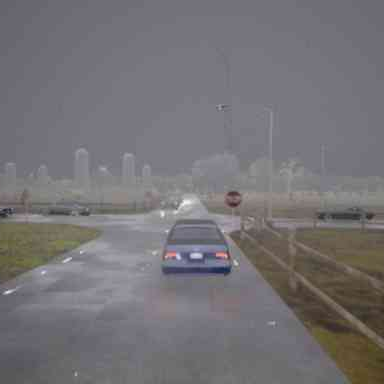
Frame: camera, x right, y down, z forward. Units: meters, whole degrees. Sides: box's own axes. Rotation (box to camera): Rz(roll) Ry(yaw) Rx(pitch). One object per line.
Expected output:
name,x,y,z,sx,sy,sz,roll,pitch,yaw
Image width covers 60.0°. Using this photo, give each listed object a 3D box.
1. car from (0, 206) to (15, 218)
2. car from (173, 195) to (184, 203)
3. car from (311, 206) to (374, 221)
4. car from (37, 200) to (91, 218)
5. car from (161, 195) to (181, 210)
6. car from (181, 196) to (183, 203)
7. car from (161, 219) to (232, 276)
car,-16.180,1.365,25.284,4.718,1.301,1.895,1,1,0
car,-2.745,1.447,67.688,2.128,1.511,4.902,0,0,0
car,12.748,1.857,28.400,4.718,1.301,1.895,1,1,0
car,-10.696,1.384,27.902,4.181,1.385,1.994,1,1,9
car,-2.790,1.340,42.391,2.097,1.767,4.553,0,0,-1
car,-2.821,1.452,53.588,1.882,1.535,5.008,0,0,0
car,0.104,1.549,10.323,2.033,1.411,5.357,0,0,0
